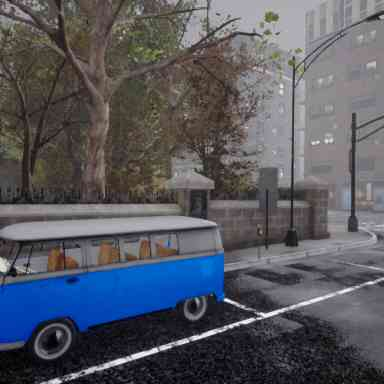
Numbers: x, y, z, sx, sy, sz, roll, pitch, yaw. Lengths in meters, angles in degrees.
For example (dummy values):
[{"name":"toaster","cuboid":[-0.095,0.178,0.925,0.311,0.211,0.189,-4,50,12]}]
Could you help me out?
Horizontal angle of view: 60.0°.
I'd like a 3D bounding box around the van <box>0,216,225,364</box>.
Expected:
[{"name":"van","cuboid":[-1.302,1.342,5.563,3.998,1.788,1.690,0,1,-35]}]
